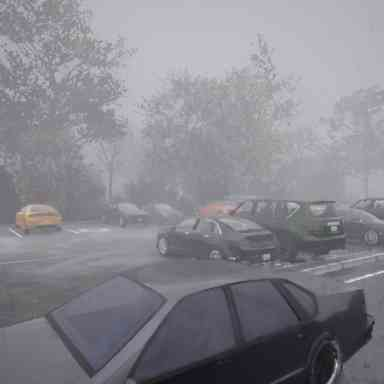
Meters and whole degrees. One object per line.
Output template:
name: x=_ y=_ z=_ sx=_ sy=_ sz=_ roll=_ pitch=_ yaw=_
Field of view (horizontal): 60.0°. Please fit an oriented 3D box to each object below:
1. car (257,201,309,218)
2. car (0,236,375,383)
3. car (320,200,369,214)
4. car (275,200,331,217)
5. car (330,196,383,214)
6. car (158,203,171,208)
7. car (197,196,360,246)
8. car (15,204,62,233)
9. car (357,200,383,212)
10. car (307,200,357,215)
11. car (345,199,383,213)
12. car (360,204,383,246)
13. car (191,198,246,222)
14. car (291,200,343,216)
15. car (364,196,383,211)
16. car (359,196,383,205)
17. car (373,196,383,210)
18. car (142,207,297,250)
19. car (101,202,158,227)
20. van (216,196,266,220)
car: x=8.892 y=1.647 z=32.825 sx=2.002 sy=1.452 sz=4.674 roll=1 pitch=0 yaw=-36
car: x=-0.126 y=1.545 z=3.593 sx=5.357 sy=1.411 sz=2.033 roll=0 pitch=0 yaw=-35
car: x=17.941 y=1.738 z=39.325 sx=2.163 sy=1.488 sz=4.792 roll=1 pitch=0 yaw=-36
car: x=11.266 y=1.629 z=34.294 sx=1.946 sy=1.575 sz=5.366 roll=1 pitch=0 yaw=-36
car: x=20.240 y=1.484 z=40.898 sx=2.435 sy=2.045 sz=5.566 roll=1 pitch=0 yaw=-36
car: x=-2.446 y=1.537 z=24.749 sx=2.002 sy=1.452 sz=4.674 roll=0 pitch=0 yaw=-35
car: x=2.848 y=1.232 z=12.495 sx=2.435 sy=2.045 sz=5.566 roll=0 pitch=0 yaw=-35
car: x=-9.249 y=1.465 z=19.899 sx=2.097 sy=1.535 sz=5.008 roll=0 pitch=0 yaw=-35
car: x=24.656 y=1.833 z=44.084 sx=2.002 sy=1.452 sz=4.674 roll=1 pitch=0 yaw=-36
car: x=15.708 y=1.713 z=37.659 sx=2.163 sy=1.488 sz=4.792 roll=1 pitch=0 yaw=-36
car: x=22.493 y=1.765 z=42.535 sx=2.097 sy=1.535 sz=5.008 roll=1 pitch=0 yaw=-36
car: x=7.426 y=1.514 z=15.726 sx=2.231 sy=1.521 sz=4.892 roll=1 pitch=0 yaw=-35
car: x=2.110 y=1.409 z=27.953 sx=2.185 sy=1.767 sz=4.553 roll=1 pitch=0 yaw=-35
car: x=13.429 y=1.658 z=36.060 sx=2.097 sy=1.535 sz=5.008 roll=1 pitch=0 yaw=-36
car: x=27.039 y=1.576 z=45.754 sx=2.435 sy=2.045 sz=5.566 roll=1 pitch=-1 yaw=-36
car: x=9.699 y=1.283 z=17.373 sx=2.435 sy=2.045 sz=5.566 roll=1 pitch=0 yaw=-35
car: x=29.205 y=1.609 z=47.302 sx=2.435 sy=2.045 sz=5.566 roll=1 pitch=-1 yaw=-36
car: x=0.585 y=1.474 z=10.843 sx=2.231 sy=1.521 sz=4.892 roll=0 pitch=0 yaw=-35
car: x=-4.718 y=1.482 z=23.136 sx=2.097 sy=1.535 sz=5.008 roll=0 pitch=0 yaw=-35
van: x=4.289 y=1.331 z=29.687 sx=1.878 sy=1.987 sz=4.442 roll=1 pitch=0 yaw=-35
